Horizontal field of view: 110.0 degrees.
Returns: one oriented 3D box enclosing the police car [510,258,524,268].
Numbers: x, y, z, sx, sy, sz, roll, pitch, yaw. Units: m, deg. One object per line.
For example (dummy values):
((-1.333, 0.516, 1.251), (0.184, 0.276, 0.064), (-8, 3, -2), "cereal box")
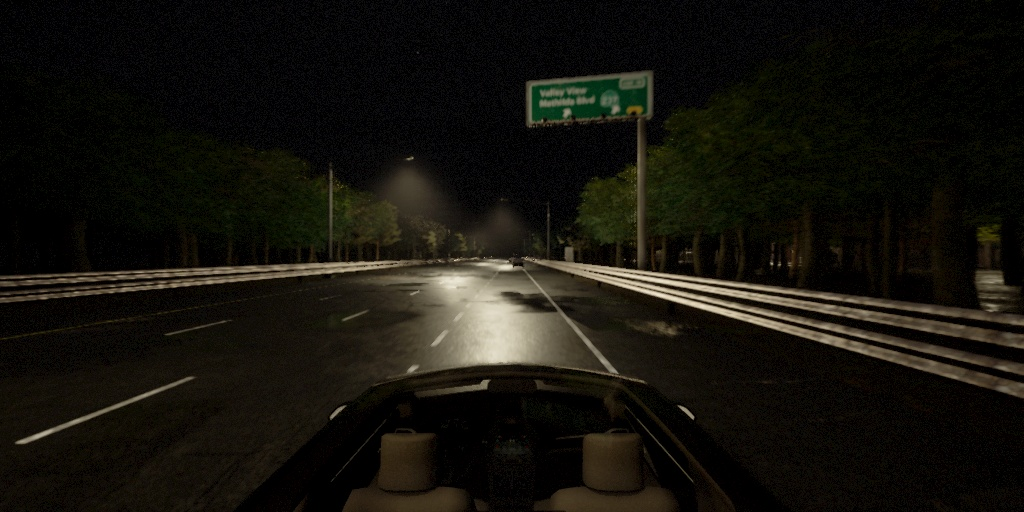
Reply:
((1.051, 1.191, 61.252), (1.930, 1.638, 5.238), (0, 0, 0), "police car")
